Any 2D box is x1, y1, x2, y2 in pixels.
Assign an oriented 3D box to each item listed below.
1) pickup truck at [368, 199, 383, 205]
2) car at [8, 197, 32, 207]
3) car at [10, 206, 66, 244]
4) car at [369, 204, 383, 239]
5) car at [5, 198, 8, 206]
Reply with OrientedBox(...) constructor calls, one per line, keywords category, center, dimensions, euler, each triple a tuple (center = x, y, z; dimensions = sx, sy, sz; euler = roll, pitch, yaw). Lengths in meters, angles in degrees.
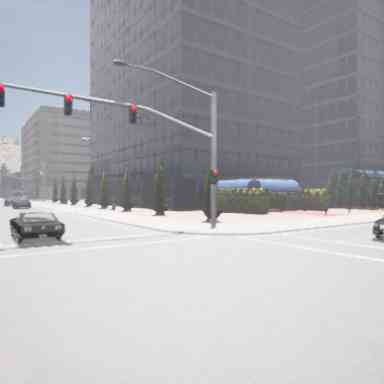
OrientedBox(category="pickup truck", center=(25.235, 1.017, 41.938), dimensions=(6.274, 2.098, 2.390), euler=(0, 0, -4))
OrientedBox(category="car", center=(-22.856, 1.484, 44.693), dimensions=(2.128, 1.511, 4.902), euler=(0, 0, -35))
OrientedBox(category="car", center=(-7.589, 1.598, 16.091), dimensions=(1.895, 1.301, 4.718), euler=(0, 0, -33))
OrientedBox(category="car", center=(10.583, 1.475, 15.871), dimensions=(4.902, 1.511, 2.128), euler=(0, 0, -33))
OrientedBox(category="car", center=(-28.576, 1.519, 52.983), dimensions=(1.812, 1.442, 4.674), euler=(0, 0, -35))
